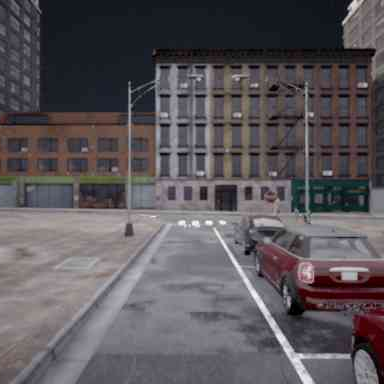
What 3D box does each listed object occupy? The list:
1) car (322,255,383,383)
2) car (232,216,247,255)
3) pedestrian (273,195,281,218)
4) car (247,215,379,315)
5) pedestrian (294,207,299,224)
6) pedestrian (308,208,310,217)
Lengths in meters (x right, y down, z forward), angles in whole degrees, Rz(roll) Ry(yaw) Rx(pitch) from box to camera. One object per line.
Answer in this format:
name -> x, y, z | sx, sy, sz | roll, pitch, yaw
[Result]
car -> 2.645, 1.545, 2.027 | 1.887, 1.381, 4.507 | 0, 0, 0
car -> 2.649, 1.555, 13.034 | 2.008, 1.369, 4.403 | 0, 0, 0
pedestrian -> 6.019, 1.145, 23.556 | 0.375, 1.860, 0.375 | 0, 0, 0
car -> 2.648, 1.442, 7.530 | 1.967, 1.590, 4.097 | 0, 0, 0
pedestrian -> 7.019, 1.565, 22.352 | 0.500, 1.100, 0.500 | 0, 0, 0
pedestrian -> 8.019, 1.641, 22.951 | 0.500, 1.100, 0.500 | 0, 0, 0
